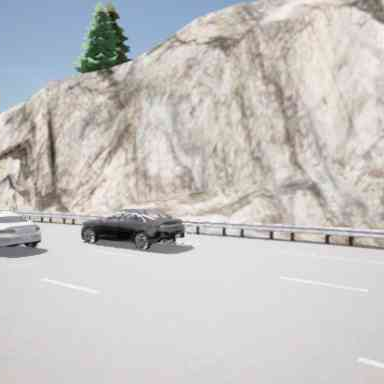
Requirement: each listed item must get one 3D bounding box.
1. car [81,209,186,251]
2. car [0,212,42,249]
[{"bbox_3d":[-2.578,1.462,13.933,4.902,1.511,2.128,0,0,32],"label":"car"},{"bbox_3d":[-7.866,1.501,13.088,4.674,1.442,1.812,0,0,31],"label":"car"}]
